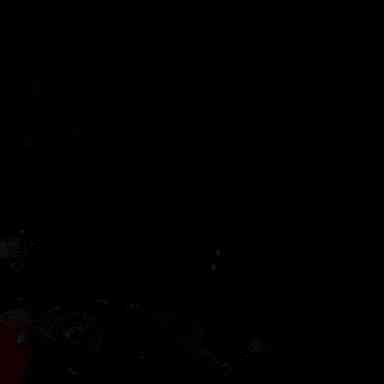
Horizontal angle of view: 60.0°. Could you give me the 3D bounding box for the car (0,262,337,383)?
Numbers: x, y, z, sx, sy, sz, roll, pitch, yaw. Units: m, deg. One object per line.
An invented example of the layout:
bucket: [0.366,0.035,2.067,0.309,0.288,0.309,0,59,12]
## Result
car: [-0.703,1.606,3.463,4.206,1.307,1.802,-1,0,36]

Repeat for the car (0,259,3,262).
car: [-5.223,1.630,6.688,4.403,1.369,2.008,-1,0,36]
